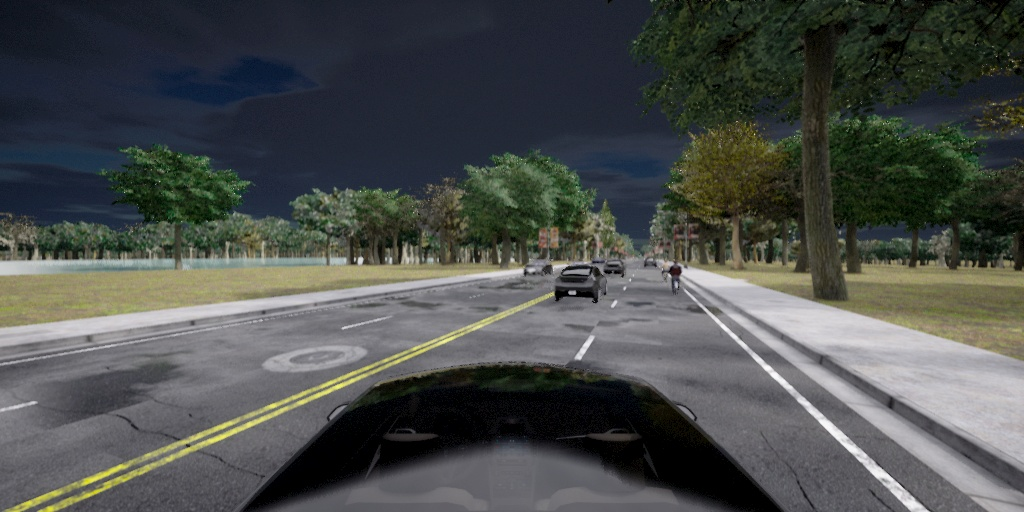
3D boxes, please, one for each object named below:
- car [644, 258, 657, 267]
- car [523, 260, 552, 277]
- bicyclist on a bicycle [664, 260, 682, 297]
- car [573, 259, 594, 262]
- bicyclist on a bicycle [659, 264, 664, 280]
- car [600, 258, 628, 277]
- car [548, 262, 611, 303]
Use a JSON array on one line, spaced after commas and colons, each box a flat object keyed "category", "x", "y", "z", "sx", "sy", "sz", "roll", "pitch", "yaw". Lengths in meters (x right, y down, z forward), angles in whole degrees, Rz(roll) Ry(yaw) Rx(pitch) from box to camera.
[{"category": "car", "x": 23.080, "y": 1.100, "z": 59.842, "sx": 1.812, "sy": 1.442, "sz": 4.674, "roll": 0, "pitch": 0, "yaw": 21}, {"category": "car", "x": 2.519, "y": 1.133, "z": 33.535, "sx": 2.128, "sy": 1.511, "sz": 4.902, "roll": 0, "pitch": 0, "yaw": 21}, {"category": "bicyclist on a bicycle", "x": 7.850, "y": 1.070, "z": 17.236, "sx": 0.659, "sy": 1.776, "sz": 1.843, "roll": 0, "pitch": 0, "yaw": 21}, {"category": "car", "x": 6.272, "y": 1.203, "z": 34.277, "sx": 1.994, "sy": 1.385, "sz": 4.181, "roll": 0, "pitch": 0, "yaw": 21}, {"category": "bicyclist on a bicycle", "x": 11.134, "y": 1.106, "z": 25.990, "sx": 0.866, "sy": 1.612, "sz": 1.509, "roll": 0, "pitch": 0, "yaw": 21}, {"category": "car", "x": 9.655, "y": 1.148, "z": 33.481, "sx": 1.837, "sy": 1.490, "sz": 4.892, "roll": 0, "pitch": 0, "yaw": 21}, {"category": "car", "x": 3.274, "y": 1.206, "z": 16.568, "sx": 1.837, "sy": 1.490, "sz": 4.892, "roll": 0, "pitch": 0, "yaw": 21}]
